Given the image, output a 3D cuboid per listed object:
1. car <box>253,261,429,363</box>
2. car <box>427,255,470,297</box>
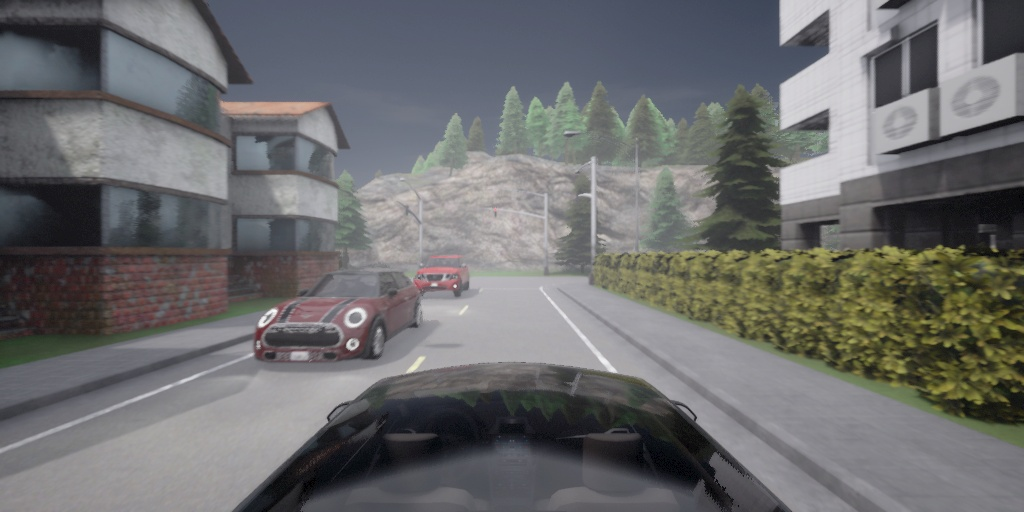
[{"bbox_3d":[-3.593,1.101,8.317,2.097,1.767,4.553,0,0,0],"label":"car"},{"bbox_3d":[-3.534,0.952,19.097,2.150,2.045,5.566,0,0,0],"label":"car"}]
